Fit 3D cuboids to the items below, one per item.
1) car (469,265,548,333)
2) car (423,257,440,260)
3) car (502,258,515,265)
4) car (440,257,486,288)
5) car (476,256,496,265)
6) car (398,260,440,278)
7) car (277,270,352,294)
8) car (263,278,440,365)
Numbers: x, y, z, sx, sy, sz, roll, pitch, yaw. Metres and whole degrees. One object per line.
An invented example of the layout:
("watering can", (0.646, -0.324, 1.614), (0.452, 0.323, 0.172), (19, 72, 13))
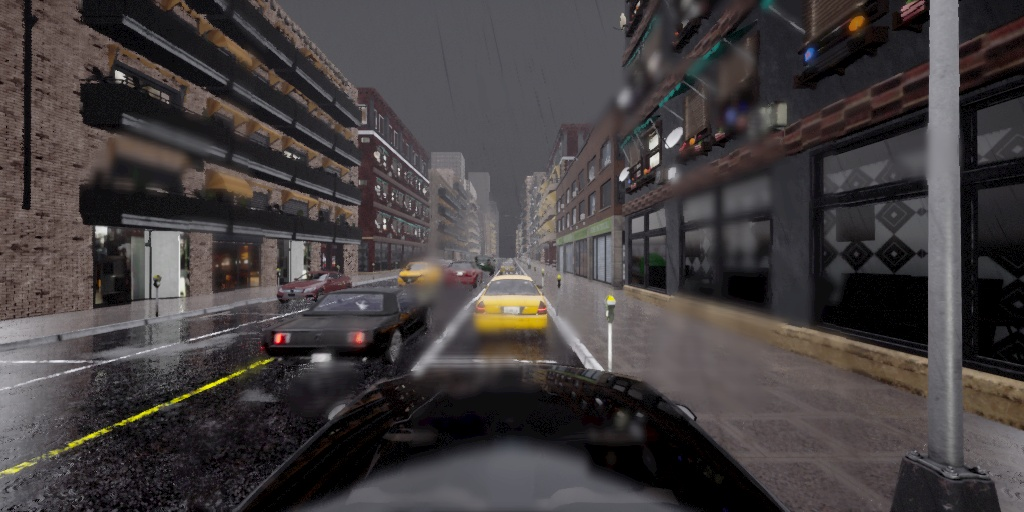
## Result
("car", (0.005, 1.207, 10.689), (1.801, 1.575, 5.366), (0, 0, 0))
("car", (-8.837, 1.064, 39.007), (2.192, 1.841, 5.009), (0, 0, 0))
("car", (-0.456, 1.275, 39.173), (1.751, 1.417, 4.829), (0, 0, 0))
("car", (-3.146, 1.102, 23.899), (2.097, 1.767, 4.553), (0, 0, 0))
("car", (-3.045, 0.970, 39.435), (2.150, 2.045, 5.566), (0, 0, 0))
("car", (-6.245, 1.228, 24.499), (1.882, 1.535, 5.008), (0, 0, 0))
("car", (-8.837, 1.333, 16.462), (1.802, 1.307, 4.207), (0, 0, 0))
("car", (-3.047, 1.351, 7.983), (1.895, 1.301, 4.718), (0, 0, 0))
